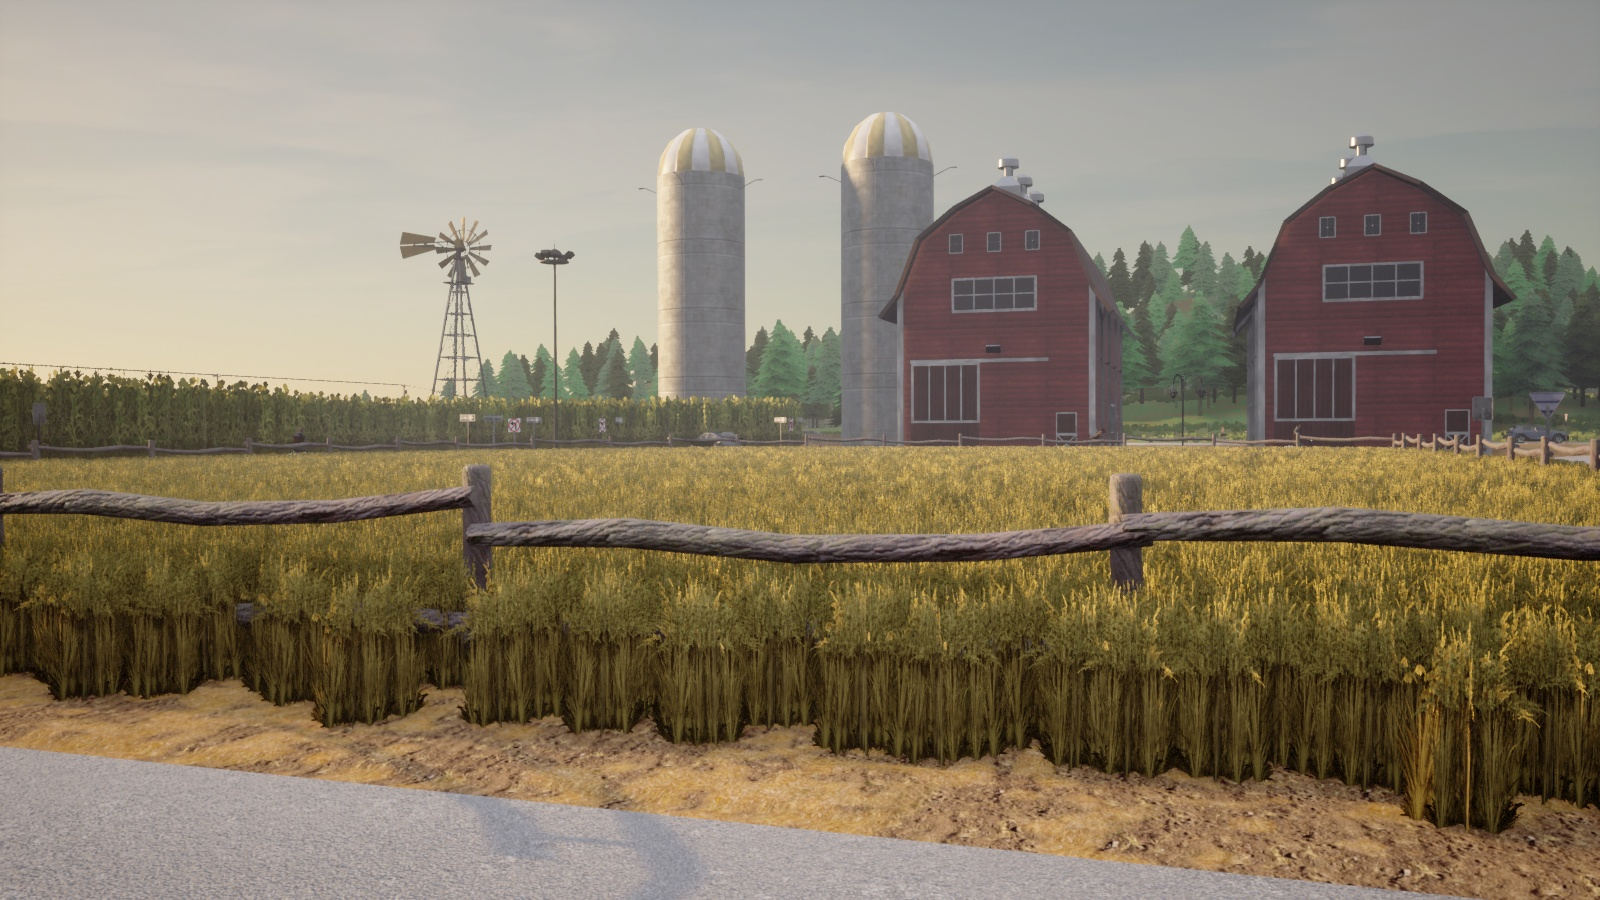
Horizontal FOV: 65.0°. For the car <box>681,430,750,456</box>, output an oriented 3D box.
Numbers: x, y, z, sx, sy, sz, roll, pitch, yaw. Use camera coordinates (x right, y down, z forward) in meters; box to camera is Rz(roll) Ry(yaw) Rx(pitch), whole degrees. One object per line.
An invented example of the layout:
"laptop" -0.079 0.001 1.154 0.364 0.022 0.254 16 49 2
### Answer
"car" -5.173 -0.458 76.287 2.128 1.511 4.902 0 1 -32
